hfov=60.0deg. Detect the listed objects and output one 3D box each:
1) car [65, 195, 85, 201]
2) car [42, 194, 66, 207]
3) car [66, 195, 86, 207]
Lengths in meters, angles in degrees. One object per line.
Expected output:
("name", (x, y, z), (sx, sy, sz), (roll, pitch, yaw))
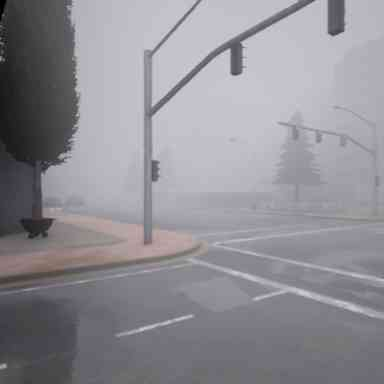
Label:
("car", (-31.118, 1.473, 88.258), (4.892, 1.490, 1.837), (0, 0, -23))
("car", (-21.078, 1.480, 50.119), (2.128, 1.511, 4.902), (0, 0, -35))
("car", (-18.284, 1.335, 52.229), (2.097, 1.767, 4.553), (0, 0, -35))
